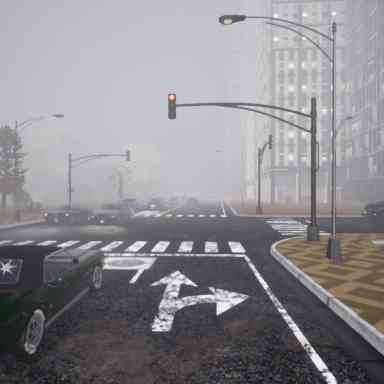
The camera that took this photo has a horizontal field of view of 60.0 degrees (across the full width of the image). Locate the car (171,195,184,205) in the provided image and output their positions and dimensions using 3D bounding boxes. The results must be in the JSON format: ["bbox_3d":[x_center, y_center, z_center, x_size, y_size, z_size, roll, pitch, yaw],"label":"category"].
[{"bbox_3d":[-3.025,1.498,57.470,1.837,1.490,4.892,0,0,5],"label":"car"}]

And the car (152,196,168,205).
[{"bbox_3d":[-5.861,1.544,62.411,2.033,1.411,5.357,0,0,5],"label":"car"}]

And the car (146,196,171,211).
[{"bbox_3d":[-4.353,1.483,40.997,2.128,1.511,4.902,0,0,5],"label":"car"}]

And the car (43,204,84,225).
[{"bbox_3d":[-8.902,1.589,24.361,1.895,1.301,4.718,0,0,4],"label":"car"}]

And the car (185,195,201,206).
[{"bbox_3d":[0.298,1.521,55.949,1.812,1.442,4.674,0,0,5],"label":"car"}]

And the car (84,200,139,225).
[{"bbox_3d":[-5.659,1.525,24.258,2.033,1.411,5.357,0,0,4],"label":"car"}]

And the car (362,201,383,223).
[{"bbox_3d":[14.841,1.059,22.956,5.566,2.045,2.150,0,0,5],"label":"car"}]

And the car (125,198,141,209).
[{"bbox_3d":[-7.606,1.516,41.074,1.812,1.442,4.674,0,0,5],"label":"car"}]

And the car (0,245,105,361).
[{"bbox_3d":[-3.038,1.600,5.960,1.895,1.301,4.718,0,0,1],"label":"car"}]
